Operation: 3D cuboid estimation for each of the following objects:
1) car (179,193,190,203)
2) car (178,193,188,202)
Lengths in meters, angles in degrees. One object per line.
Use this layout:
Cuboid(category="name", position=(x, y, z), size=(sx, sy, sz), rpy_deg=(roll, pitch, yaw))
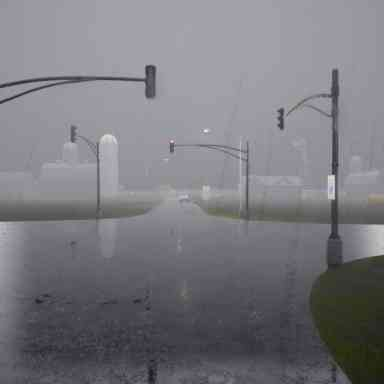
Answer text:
Cuboid(category="car", position=(-1.524, 1.556, 69.974), size=(1.812, 1.442, 4.674), rpy_deg=(0, 0, -3))
Cuboid(category="car", position=(-2.110, 1.193, 80.009), size=(2.150, 2.045, 5.566), rpy_deg=(0, 0, -4))
